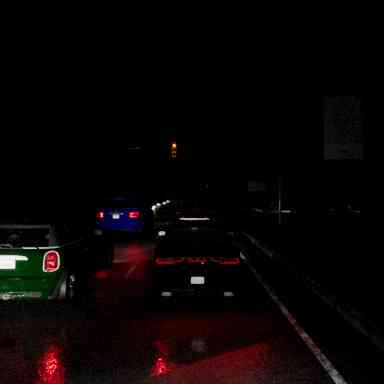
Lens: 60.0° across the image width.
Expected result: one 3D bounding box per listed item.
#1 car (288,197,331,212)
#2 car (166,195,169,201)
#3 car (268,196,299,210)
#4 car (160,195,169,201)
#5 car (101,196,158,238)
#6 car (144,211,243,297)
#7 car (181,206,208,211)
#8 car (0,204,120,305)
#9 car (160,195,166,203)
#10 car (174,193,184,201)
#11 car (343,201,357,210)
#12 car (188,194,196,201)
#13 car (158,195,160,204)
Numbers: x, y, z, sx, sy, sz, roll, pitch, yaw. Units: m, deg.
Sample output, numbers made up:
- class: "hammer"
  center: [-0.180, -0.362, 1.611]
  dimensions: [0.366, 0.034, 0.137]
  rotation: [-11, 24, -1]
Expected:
- class: "car"
  center: [13.746, 1.564, 38.328]
  dimensions: [4.181, 1.385, 1.994]
  rotation: [0, 0, 3]
- class: "car"
  center: [-6.923, 1.478, 75.347]
  dimensions: [1.882, 1.535, 5.008]
  rotation: [0, 0, 0]
- class: "car"
  center: [11.989, 1.352, 41.936]
  dimensions: [4.553, 1.767, 2.097]
  rotation: [0, 0, 3]
- class: "car"
  center: [-6.913, 1.459, 85.372]
  dimensions: [1.882, 1.535, 5.008]
  rotation: [0, 0, 0]
- class: "car"
  center: [-3.402, 1.221, 17.852]
  dimensions: [2.150, 2.045, 5.566]
  rotation: [0, 0, 1]
- class: "car"
  center: [0.109, 1.478, 8.609]
  dimensions: [1.882, 1.535, 5.008]
  rotation: [0, 0, 0]
- class: "car"
  center: [0.119, 1.491, 18.108]
  dimensions: [2.128, 1.511, 4.902]
  rotation: [0, 0, 0]
- class: "car"
  center: [-3.392, 1.352, 8.234]
  dimensions: [2.097, 1.767, 4.553]
  rotation: [0, 0, 0]
- class: "car"
  center: [-6.964, 1.547, 65.538]
  dimensions: [2.033, 1.411, 5.357]
  rotation: [0, 0, 1]
- class: "car"
  center: [-3.412, 1.218, 85.608]
  dimensions: [2.150, 2.045, 5.566]
  rotation: [0, 0, 0]
- class: "car"
  center: [20.570, 1.562, 41.446]
  dimensions: [4.181, 1.385, 1.994]
  rotation: [0, 0, 3]
- class: "car"
  center: [0.088, 1.348, 85.927]
  dimensions: [2.097, 1.767, 4.553]
  rotation: [0, 0, 0]
- class: "car"
  center: [-7.029, 1.505, 55.758]
  dimensions: [1.837, 1.490, 4.892]
  rotation: [0, 0, 0]
